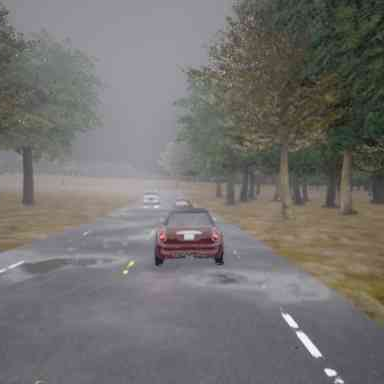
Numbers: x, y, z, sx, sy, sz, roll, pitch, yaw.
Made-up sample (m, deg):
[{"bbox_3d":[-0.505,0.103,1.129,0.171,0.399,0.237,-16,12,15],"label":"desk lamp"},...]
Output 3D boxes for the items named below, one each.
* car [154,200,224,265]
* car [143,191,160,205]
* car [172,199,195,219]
[{"bbox_3d":[-0.123,1.314,11.802,2.097,1.767,4.553,-1,0,-1],"label":"car"},{"bbox_3d":[-5.938,0.870,49.065,2.150,2.045,5.566,0,1,-4],"label":"car"},{"bbox_3d":[-0.791,1.370,28.037,1.812,1.442,4.674,0,0,-3],"label":"car"}]
